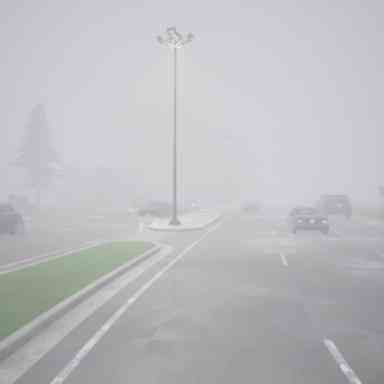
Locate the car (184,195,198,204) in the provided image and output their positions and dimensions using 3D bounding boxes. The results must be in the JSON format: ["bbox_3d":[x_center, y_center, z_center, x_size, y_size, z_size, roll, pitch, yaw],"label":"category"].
[{"bbox_3d":[-0.189,1.381,62.111,1.882,1.535,5.008,0,0,12],"label":"car"}]

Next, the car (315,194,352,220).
[{"bbox_3d":[12.007,1.213,28.567,2.150,2.045,5.566,0,0,11],"label":"car"}]

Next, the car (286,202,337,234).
[{"bbox_3d":[6.553,1.537,19.221,2.033,1.411,5.357,0,0,11],"label":"car"}]

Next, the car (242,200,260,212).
[{"bbox_3d":[6.824,1.562,38.238,1.895,1.301,4.718,0,0,11],"label":"car"}]

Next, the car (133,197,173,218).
[{"bbox_3d":[-3.178,1.491,30.176,2.033,1.411,5.357,0,0,11],"label":"car"}]

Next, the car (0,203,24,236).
[{"bbox_3d":[-9.915,1.299,15.077,2.097,1.767,4.553,0,0,13],"label":"car"}]

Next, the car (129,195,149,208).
[{"bbox_3d":[-7.050,1.258,46.243,2.097,1.767,4.553,0,0,12],"label":"car"}]
